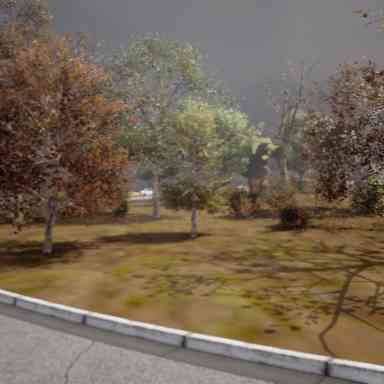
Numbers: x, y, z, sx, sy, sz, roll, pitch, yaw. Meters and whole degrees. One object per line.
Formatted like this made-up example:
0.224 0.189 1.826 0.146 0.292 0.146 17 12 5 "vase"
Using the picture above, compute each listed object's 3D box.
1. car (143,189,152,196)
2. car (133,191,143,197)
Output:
-12.530 0.100 93.025 2.435 2.045 5.566 -1 2 44 "car"
-16.555 0.621 88.862 1.946 1.575 5.366 -1 2 44 "car"
